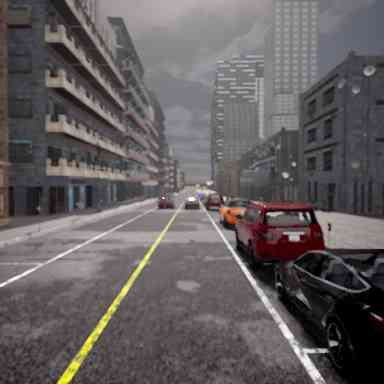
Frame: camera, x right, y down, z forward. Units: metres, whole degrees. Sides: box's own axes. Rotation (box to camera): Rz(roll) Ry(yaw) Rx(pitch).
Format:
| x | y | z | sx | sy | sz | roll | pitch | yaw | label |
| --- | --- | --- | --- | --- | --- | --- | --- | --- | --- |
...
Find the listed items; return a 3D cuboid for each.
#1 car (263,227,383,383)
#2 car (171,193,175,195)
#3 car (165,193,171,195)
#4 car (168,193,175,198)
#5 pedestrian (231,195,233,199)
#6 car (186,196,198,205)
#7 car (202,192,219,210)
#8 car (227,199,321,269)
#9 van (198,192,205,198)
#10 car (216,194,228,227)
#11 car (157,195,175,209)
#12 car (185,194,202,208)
| x | y | z | sx | sy | sz | roll | pitch | yaw | label |
| --- | --- | --- | --- | --- | --- | --- | --- | --- | --- |
| 2.641 | 1.538 | 5.377 | 1.947 | 1.339 | 4.313 | -1 | 0 | 0 | car |
| -5.740 | 1.115 | 77.864 | 1.887 | 1.381 | 4.507 | -1 | 0 | 0 | car |
| -5.734 | 1.219 | 66.704 | 1.802 | 1.307 | 4.206 | -1 | 0 | 0 | car |
| -5.747 | 1.049 | 94.605 | 1.802 | 1.307 | 4.206 | -1 | 0 | 0 | car |
| 2.988 | 1.164 | 24.780 | 0.375 | 1.860 | 0.375 | -1 | 1 | 0 | pedestrian |
| -0.026 | 1.307 | 54.576 | 1.895 | 1.301 | 4.718 | 0 | 0 | 0 | car |
| 2.621 | 1.109 | 38.853 | 2.192 | 1.841 | 5.009 | -1 | 0 | 0 | car |
| 2.634 | 1.258 | 10.955 | 2.192 | 1.841 | 5.009 | -1 | 0 | 0 | car |
| 2.629 | 0.808 | 94.651 | 1.690 | 1.788 | 3.998 | -1 | 0 | 0 | van |
| 2.989 | 1.236 | 21.989 | 2.097 | 1.767 | 4.553 | 0 | 0 | 0 | car |
| -3.113 | 1.384 | 40.751 | 1.895 | 1.301 | 4.718 | 0 | 0 | 0 | car |
| 0.043 | 1.318 | 42.839 | 2.033 | 1.411 | 5.357 | 0 | 0 | 0 | car |
